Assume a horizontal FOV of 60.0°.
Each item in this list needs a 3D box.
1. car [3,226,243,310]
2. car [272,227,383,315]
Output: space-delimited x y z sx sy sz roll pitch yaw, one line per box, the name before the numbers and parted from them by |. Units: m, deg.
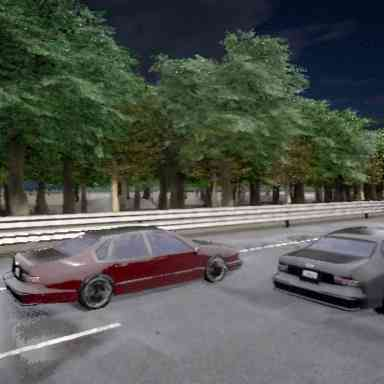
car | -1.268 1.520 7.749 5.357 1.411 2.033 0 0 -37
car | 4.115 1.522 7.496 5.357 1.411 2.033 0 0 -37
